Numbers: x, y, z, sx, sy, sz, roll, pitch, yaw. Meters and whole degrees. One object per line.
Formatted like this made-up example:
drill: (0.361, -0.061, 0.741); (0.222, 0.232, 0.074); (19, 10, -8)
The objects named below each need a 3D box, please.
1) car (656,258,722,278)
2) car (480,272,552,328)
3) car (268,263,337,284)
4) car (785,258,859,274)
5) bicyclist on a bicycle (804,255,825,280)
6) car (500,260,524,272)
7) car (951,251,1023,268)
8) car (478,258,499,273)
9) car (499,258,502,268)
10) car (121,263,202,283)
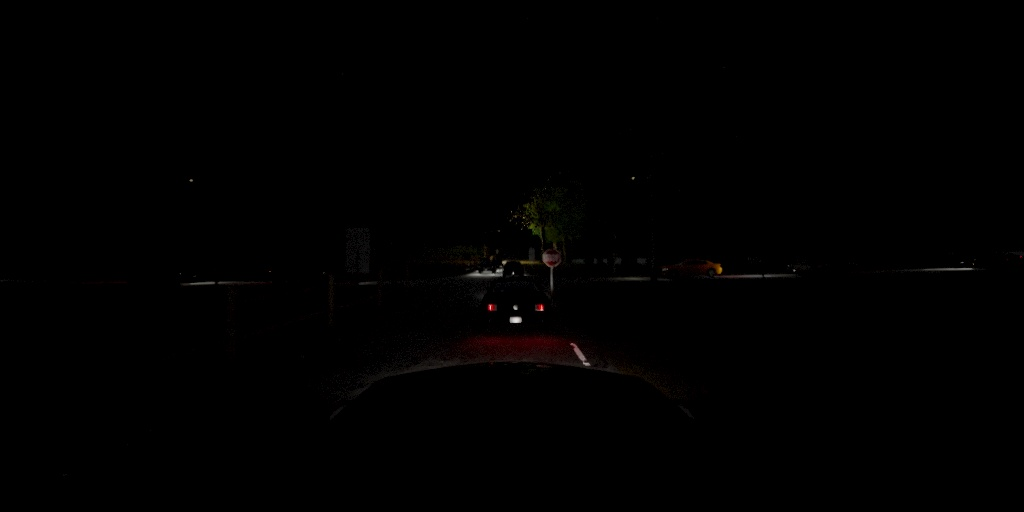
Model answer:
car: (14.511, 0.985, 29.580); (5.008, 1.535, 1.882); (-1, -1, 0)
car: (0.103, 1.350, 11.404); (1.895, 1.301, 4.718); (0, 0, 0)
car: (-15.448, 1.266, 26.557); (4.674, 1.442, 1.812); (0, -1, 0)
car: (25.493, 0.813, 29.610); (4.718, 1.301, 1.895); (-2, -1, 0)
bicyclist on a bicycle: (19.905, 0.740, 23.609); (0.582, 1.620, 1.656); (-1, -1, 0)
car: (0.109, 1.239, 33.595); (1.837, 1.490, 4.892); (0, 0, 0)
car: (39.182, 0.276, 29.628); (4.181, 1.385, 1.994); (-2, -1, 0)
car: (-2.855, 1.221, 42.107); (1.812, 1.442, 4.674); (0, 0, 2)
car: (-2.803, 1.225, 53.163); (1.895, 1.301, 4.718); (0, 0, 0)
car: (-25.857, 1.239, 26.533); (4.892, 1.490, 1.837); (0, -1, 0)
